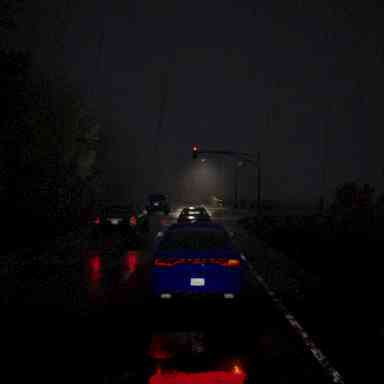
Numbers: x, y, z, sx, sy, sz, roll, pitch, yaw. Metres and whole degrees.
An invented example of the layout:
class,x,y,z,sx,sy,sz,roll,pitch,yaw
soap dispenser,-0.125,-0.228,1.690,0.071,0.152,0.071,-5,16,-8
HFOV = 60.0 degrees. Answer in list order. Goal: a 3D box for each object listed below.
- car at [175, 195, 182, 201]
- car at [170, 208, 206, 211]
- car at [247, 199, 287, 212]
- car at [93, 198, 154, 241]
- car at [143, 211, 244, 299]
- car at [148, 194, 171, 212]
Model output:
class,x,y,z,sx,sy,sz,roll,pitch,yaw
car,-3.469,1.540,84.781,2.033,1.411,5.357,0,0,0
car,0.110,1.552,18.177,2.033,1.411,5.357,0,0,0
car,9.312,1.679,41.652,4.892,1.490,1.837,1,0,13
car,-3.394,1.357,16.760,2.097,1.767,4.553,0,0,0
car,0.103,1.480,8.501,1.882,1.535,5.008,0,0,0
car,-3.387,1.230,34.242,2.150,2.045,5.566,0,0,0
